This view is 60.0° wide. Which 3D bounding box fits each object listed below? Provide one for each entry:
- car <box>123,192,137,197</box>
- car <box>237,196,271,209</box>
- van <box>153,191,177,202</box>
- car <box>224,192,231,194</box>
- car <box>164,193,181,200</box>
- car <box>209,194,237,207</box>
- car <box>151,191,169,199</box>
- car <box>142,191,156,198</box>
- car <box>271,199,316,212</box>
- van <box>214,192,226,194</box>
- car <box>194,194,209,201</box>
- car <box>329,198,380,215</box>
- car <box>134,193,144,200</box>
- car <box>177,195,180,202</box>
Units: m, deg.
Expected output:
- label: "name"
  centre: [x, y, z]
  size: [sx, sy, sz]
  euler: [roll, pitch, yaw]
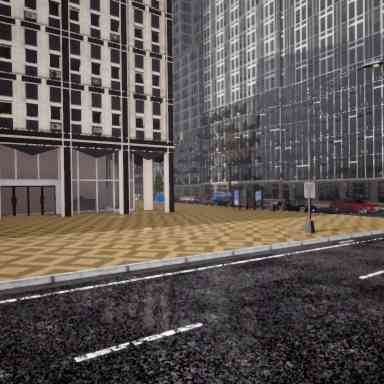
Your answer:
- label: "car"
  centre: [-17.093, 0.688, 91.726]
  size: [2.008, 1.369, 4.403]
  euler: [0, 1, -34]
- label: "car"
  centre: [7.814, 1.388, 39.943]
  size: [1.802, 1.307, 4.206]
  euler: [0, 1, -34]
- label: "van"
  centre: [-4.865, 0.937, 58.807]
  size: [1.690, 1.788, 3.998]
  euler: [0, 1, -34]
- label: "car"
  centre: [7.033, 1.192, 45.888]
  size: [1.882, 1.535, 5.008]
  euler: [-1, 2, -34]
- label: "car"
  centre: [-4.319, 0.935, 72.921]
  size: [1.802, 1.307, 4.206]
  euler: [0, 1, -34]
- label: "car"
  centre: [4.669, 1.319, 44.676]
  size: [1.947, 1.339, 4.313]
  euler: [0, 1, -34]
- label: "car"
  centre: [-7.513, 0.614, 77.619]
  size: [2.192, 1.841, 5.009]
  euler: [0, 1, -34]
- label: "car"
  centre: [-10.707, 0.685, 82.322]
  size: [1.967, 1.590, 4.097]
  euler: [0, 1, -34]
- label: "car"
  centre: [10.993, 1.424, 35.229]
  size: [1.947, 1.339, 4.313]
  euler: [0, 1, -34]
- label: "van"
  centre: [5.260, 0.855, 58.812]
  size: [1.690, 1.788, 3.998]
  euler: [0, 1, -34]
- label: "car"
  centre: [2.067, 1.043, 63.517]
  size: [1.802, 1.307, 4.206]
  euler: [0, 1, -34]
- label: "car"
  centre: [15.912, 1.383, 32.845]
  size: [1.812, 1.442, 4.674]
  euler: [-1, 1, -35]
- label: "car"
  centre: [-11.253, 1.039, 68.213]
  size: [2.008, 1.369, 4.403]
  euler: [0, 1, -34]
- label: "car"
  centre: [-4.171, 1.008, 62.552]
  size: [1.882, 1.535, 5.008]
  euler: [-1, 1, -34]
